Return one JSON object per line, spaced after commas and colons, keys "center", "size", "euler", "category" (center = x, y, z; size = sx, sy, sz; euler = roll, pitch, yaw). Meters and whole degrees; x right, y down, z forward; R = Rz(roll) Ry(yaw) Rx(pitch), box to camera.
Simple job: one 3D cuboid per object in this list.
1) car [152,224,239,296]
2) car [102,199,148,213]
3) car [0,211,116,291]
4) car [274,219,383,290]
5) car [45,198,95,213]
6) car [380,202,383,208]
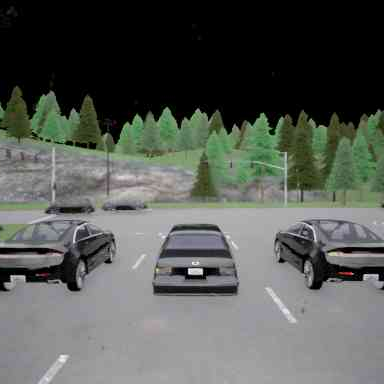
{"center": [0.096, 1.548, 8.784], "size": [2.033, 1.411, 5.357], "euler": [0, 0, 1], "category": "car"}
{"center": [-7.374, 1.494, 36.777], "size": [4.902, 1.511, 2.128], "euler": [0, 0, -11], "category": "car"}
{"center": [-3.405, 1.492, 8.965], "size": [2.128, 1.511, 4.902], "euler": [0, 0, 0], "category": "car"}
{"center": [3.597, 1.492, 9.062], "size": [2.128, 1.511, 4.902], "euler": [0, 0, 1], "category": "car"}
{"center": [-11.730, 1.353, 32.181], "size": [4.553, 1.767, 2.097], "euler": [0, 0, -13], "category": "car"}
{"center": [27.309, 1.507, 43.630], "size": [4.892, 1.490, 1.837], "euler": [0, 0, 0], "category": "car"}
